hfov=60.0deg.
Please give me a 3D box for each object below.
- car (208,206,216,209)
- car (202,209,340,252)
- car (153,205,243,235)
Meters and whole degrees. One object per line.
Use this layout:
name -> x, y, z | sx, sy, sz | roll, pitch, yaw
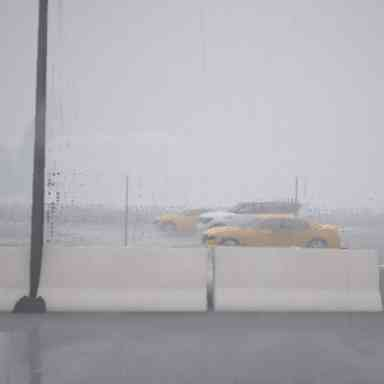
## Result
car -> 3.005, 1.344, 15.943 | 5.566, 2.045, 2.150 | 1, 0, -1
car -> 2.886, 1.578, 12.438 | 5.008, 1.535, 1.882 | 1, 0, -1
car -> 0.308, 1.598, 19.379 | 5.008, 1.535, 1.882 | 0, 0, -1
